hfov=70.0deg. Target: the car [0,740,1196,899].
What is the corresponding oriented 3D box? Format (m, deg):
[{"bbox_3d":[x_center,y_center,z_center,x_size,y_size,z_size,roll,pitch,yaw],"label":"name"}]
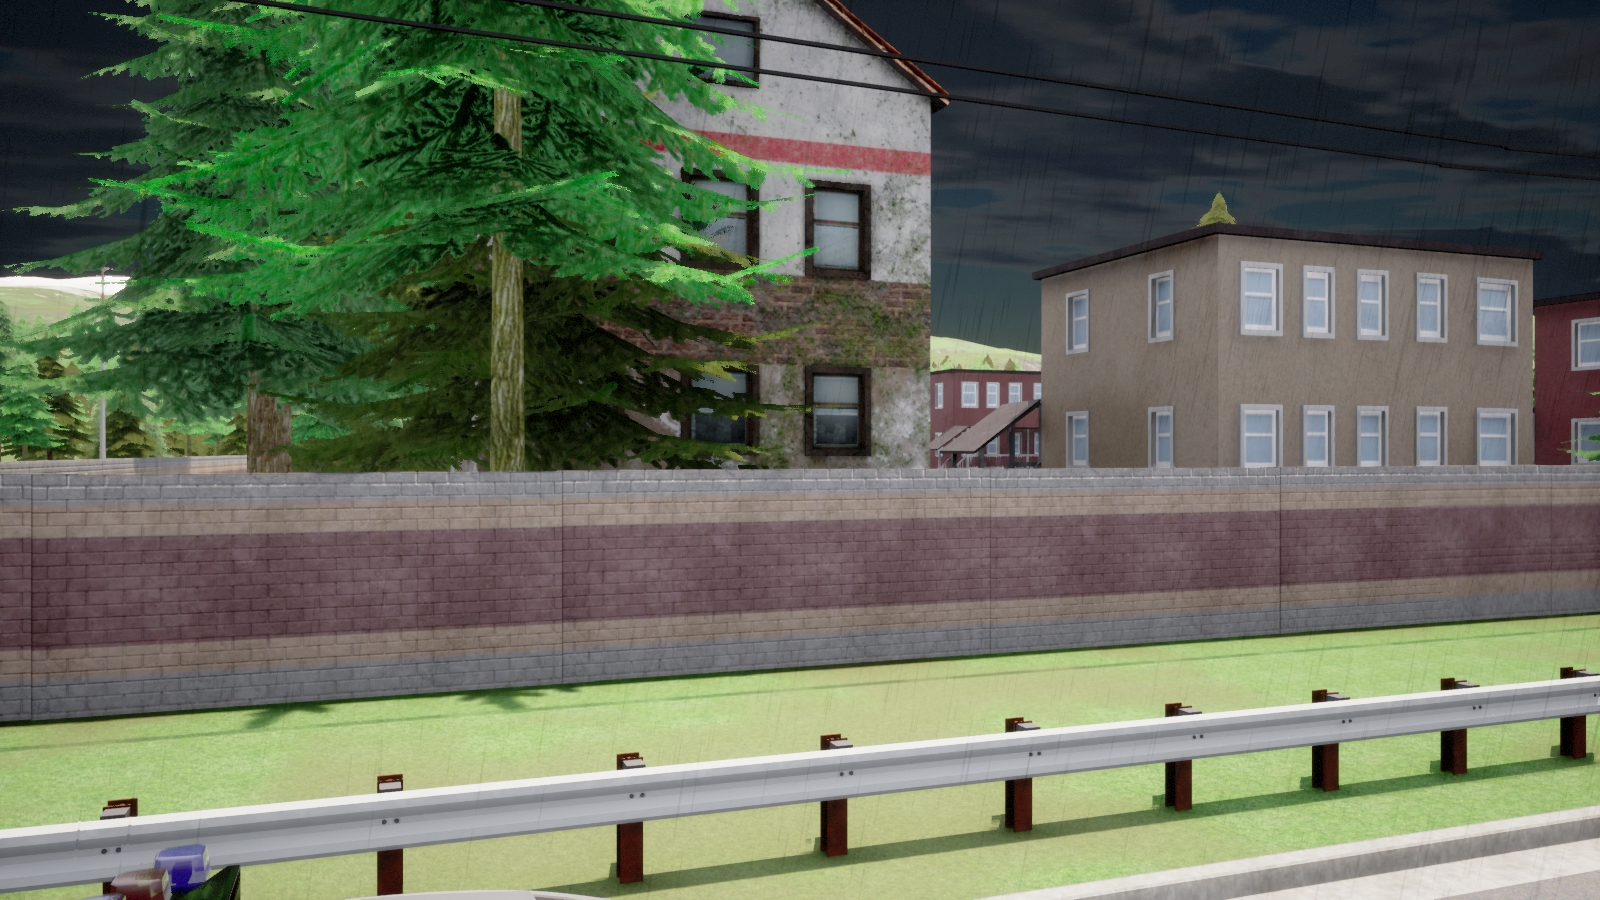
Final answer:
[{"bbox_3d":[-1.671,1.982,2.695,5.238,1.638,2.097,0,0,-20],"label":"car"}]
